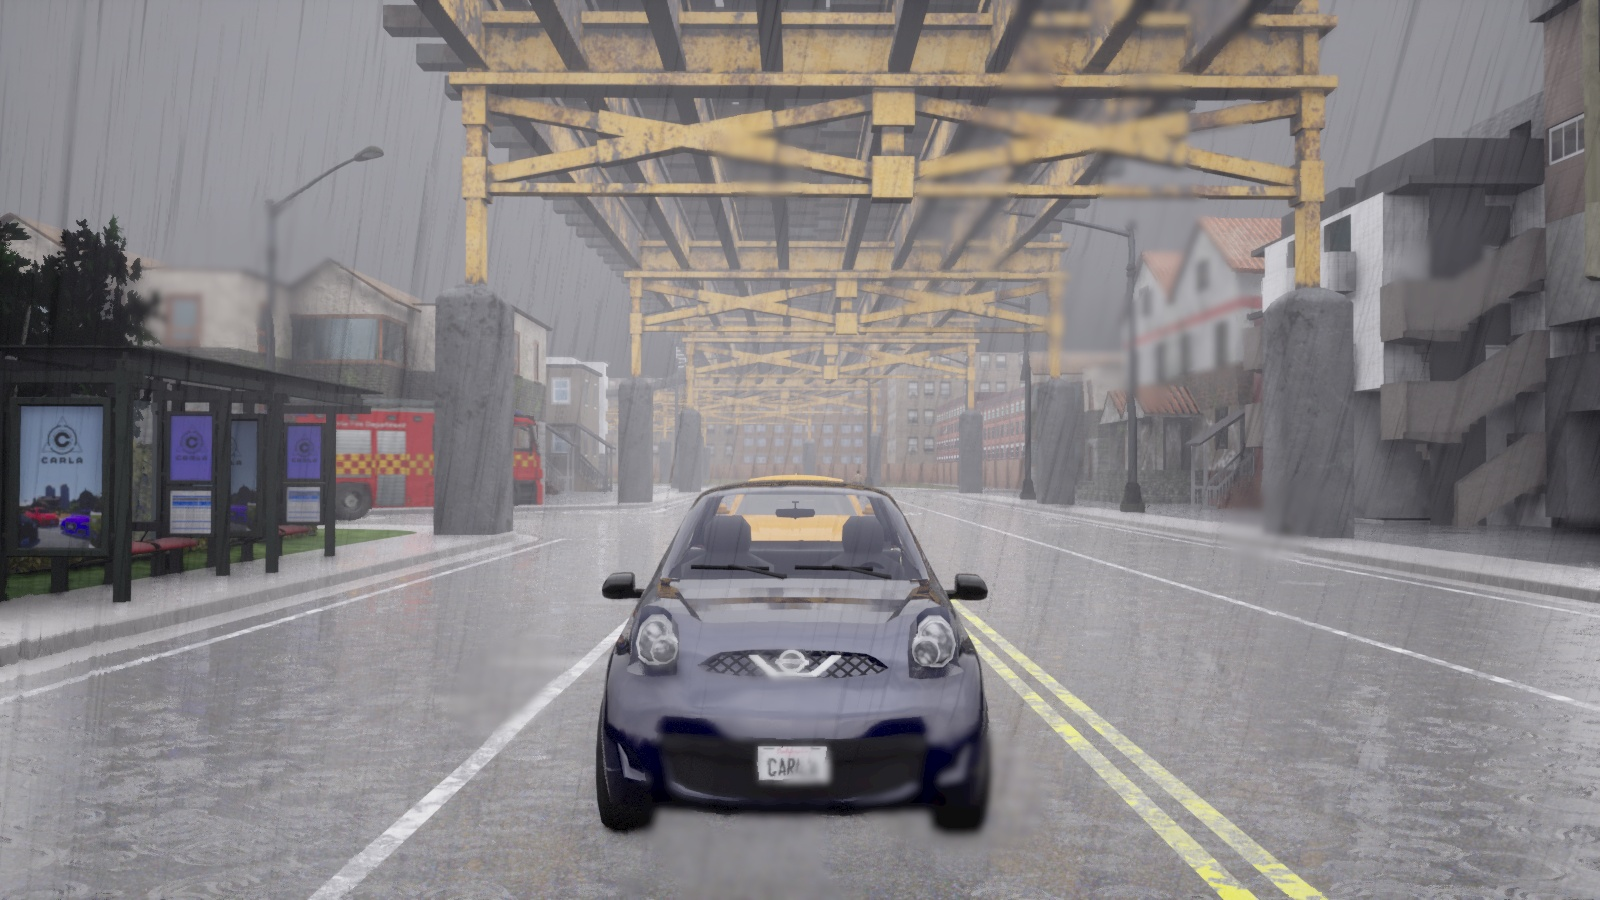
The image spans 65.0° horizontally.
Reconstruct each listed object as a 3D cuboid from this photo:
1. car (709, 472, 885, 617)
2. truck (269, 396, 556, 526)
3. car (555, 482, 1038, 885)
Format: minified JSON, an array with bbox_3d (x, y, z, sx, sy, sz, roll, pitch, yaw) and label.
[{"bbox_3d":[-0.044,1.060,15.988,1.882,1.535,5.008,0,-1,0],"label":"car"},{"bbox_3d":[-12.374,0.383,40.787,8.468,3.827,2.891,1,-1,-42],"label":"truck"},{"bbox_3d":[-0.018,0.940,6.628,1.845,1.501,3.633,0,-1,0],"label":"car"}]
